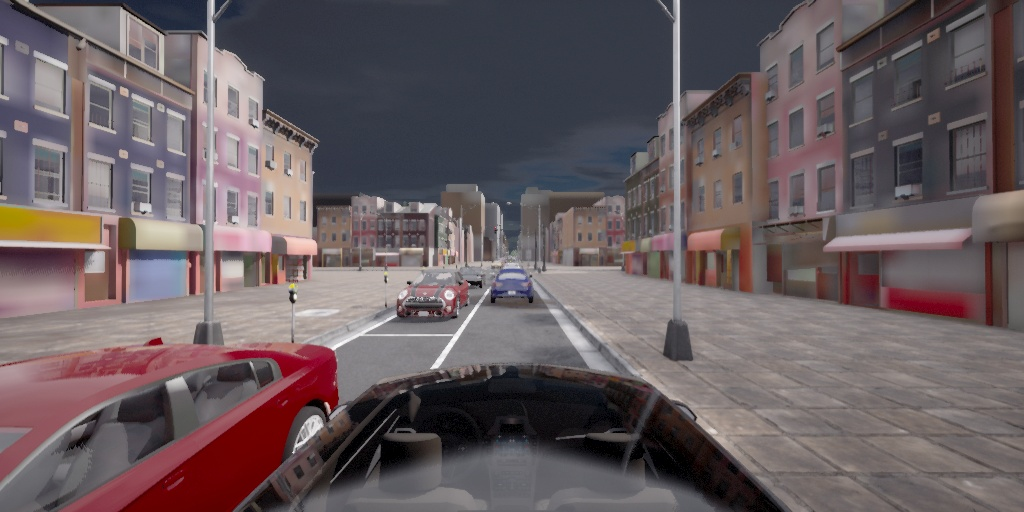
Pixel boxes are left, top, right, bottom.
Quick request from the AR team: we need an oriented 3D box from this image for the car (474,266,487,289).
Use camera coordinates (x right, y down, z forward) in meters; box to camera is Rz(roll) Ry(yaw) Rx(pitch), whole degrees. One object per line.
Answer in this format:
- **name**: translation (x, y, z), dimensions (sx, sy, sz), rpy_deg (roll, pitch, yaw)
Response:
- **car**: translation (-2.637, 1.326, 23.403), dimensions (1.948, 1.339, 4.313), rpy_deg (0, 0, 0)

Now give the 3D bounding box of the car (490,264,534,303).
- **car**: translation (0.000, 1.288, 16.500), dimensions (1.812, 1.442, 4.674), rpy_deg (0, 0, 0)

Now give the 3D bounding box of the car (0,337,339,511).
- **car**: translation (-2.637, 1.293, 1.883), dimensions (1.888, 1.381, 4.507), rpy_deg (0, 0, 0)

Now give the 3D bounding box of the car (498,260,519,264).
- **car**: translation (0.000, 1.305, 31.501), dimensions (1.812, 1.442, 4.674), rpy_deg (0, 0, 0)

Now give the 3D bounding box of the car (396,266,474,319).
- **car**: translation (-2.637, 1.191, 12.643), dimensions (1.967, 1.591, 4.097), rpy_deg (0, 0, 0)

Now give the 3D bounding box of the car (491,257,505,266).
- **car**: translation (-2.637, 1.359, 61.002), dimensions (1.751, 1.417, 4.829), rpy_deg (0, 0, 0)
